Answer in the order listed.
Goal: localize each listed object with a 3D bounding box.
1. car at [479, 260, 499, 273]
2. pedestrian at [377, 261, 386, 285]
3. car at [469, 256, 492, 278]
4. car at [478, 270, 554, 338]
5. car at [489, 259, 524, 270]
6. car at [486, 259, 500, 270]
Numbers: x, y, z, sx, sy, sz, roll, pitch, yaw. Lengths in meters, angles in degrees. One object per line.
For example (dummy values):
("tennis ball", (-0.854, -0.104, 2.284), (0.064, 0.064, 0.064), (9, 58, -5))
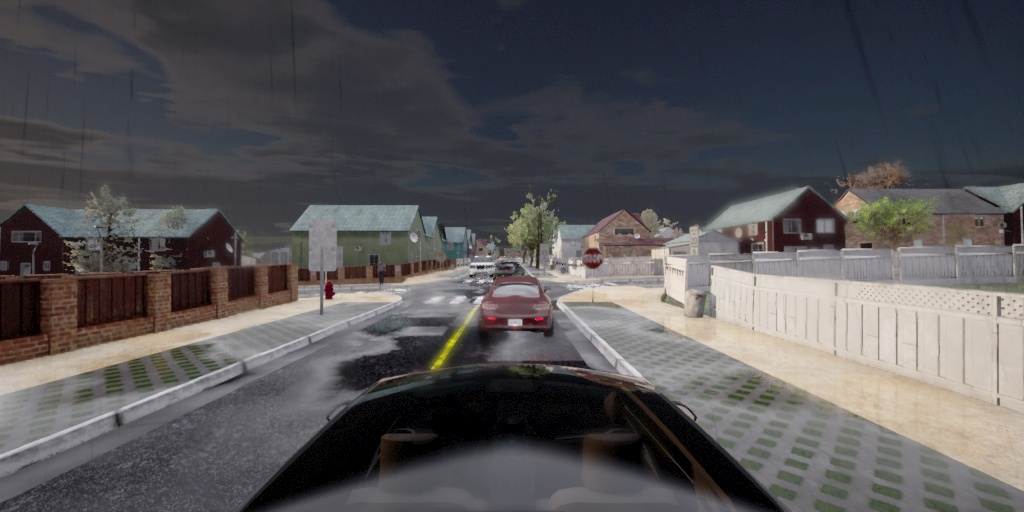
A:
("car", (-2.825, 1.242, 44.349), (2.128, 1.511, 4.902), (0, 0, 0))
("pedestrian", (-9.680, 1.212, 26.514), (0.375, 1.860, 0.375), (0, 0, 0))
("car", (-2.820, 0.973, 34.330), (2.150, 2.045, 5.566), (0, 0, 0))
("car", (0.138, 1.278, 10.094), (1.812, 1.442, 4.674), (0, 0, 2))
("car", (-0.185, 1.256, 29.593), (1.837, 1.490, 4.892), (2, 0, 10))
("car", (-2.817, 1.225, 54.702), (1.882, 1.535, 5.008), (0, 0, 0))
